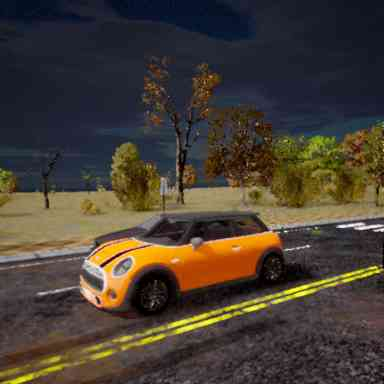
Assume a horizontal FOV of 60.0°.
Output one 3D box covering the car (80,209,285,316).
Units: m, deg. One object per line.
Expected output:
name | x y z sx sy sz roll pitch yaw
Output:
car | -0.077 1.257 7.463 4.553 1.767 2.097 -2 1 -34

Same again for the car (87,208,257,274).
car | -0.502 1.413 11.095 5.357 1.411 2.033 -1 1 -34

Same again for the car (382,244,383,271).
car | 6.429 1.272 7.723 5.008 1.535 1.882 -1 1 -34
